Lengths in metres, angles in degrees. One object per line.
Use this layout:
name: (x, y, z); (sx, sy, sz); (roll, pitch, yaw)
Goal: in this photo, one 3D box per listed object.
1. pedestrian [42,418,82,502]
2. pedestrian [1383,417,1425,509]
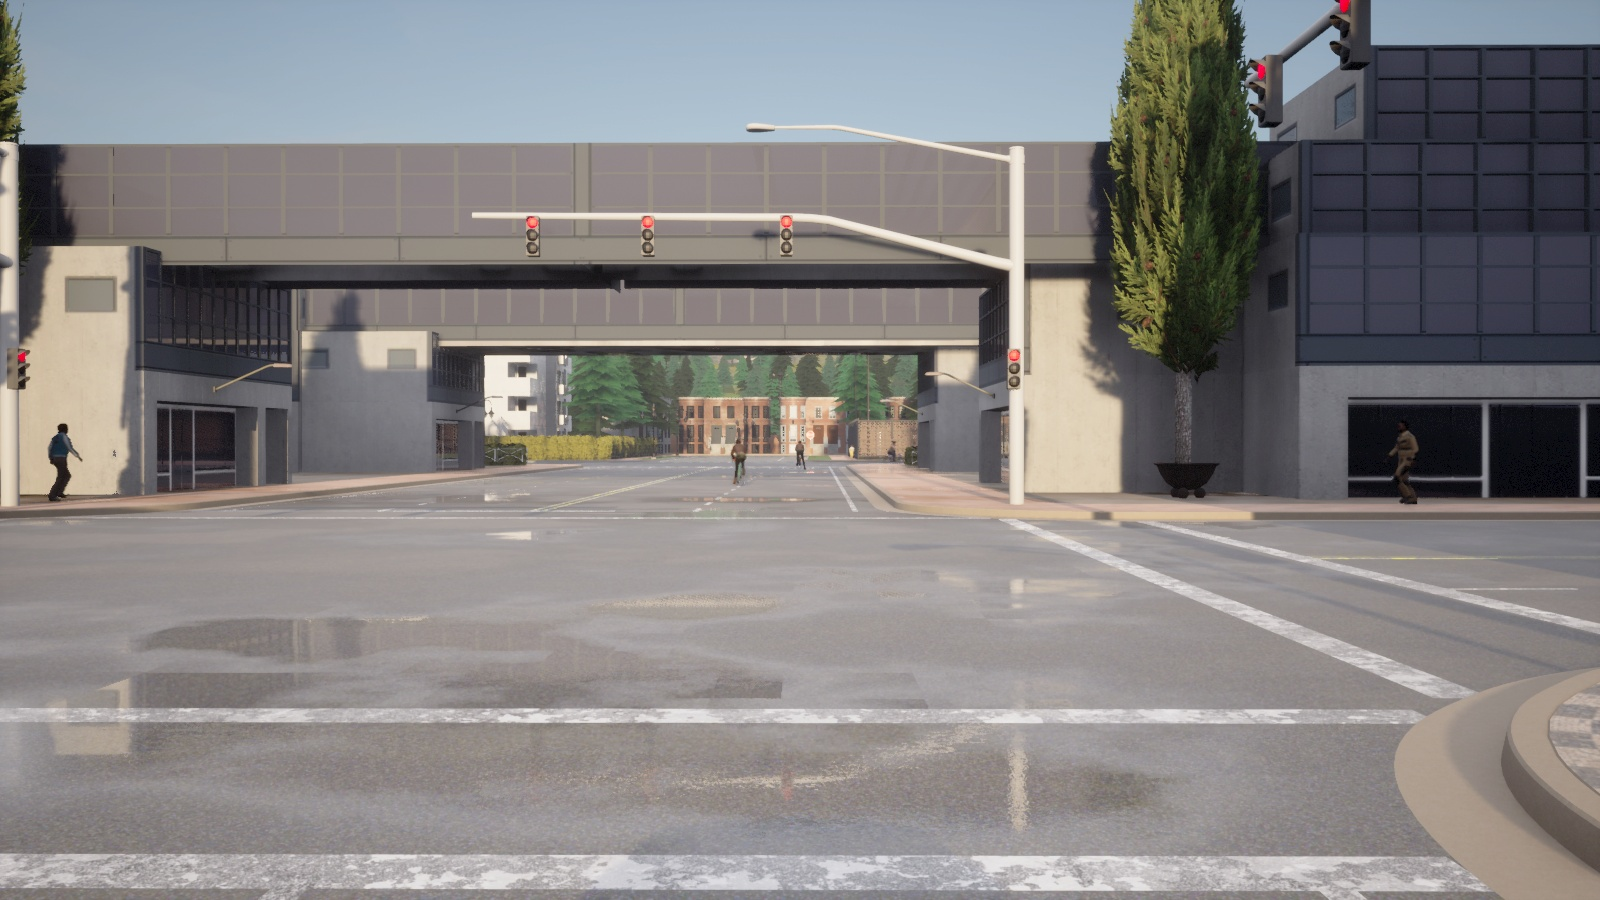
pedestrian: (-17.021, 0.228, 28.984); (0.396, 1.930, 0.692); (0, 0, 25)
pedestrian: (12.793, 0.265, 26.608); (0.692, 1.930, 0.396); (0, 0, -2)
